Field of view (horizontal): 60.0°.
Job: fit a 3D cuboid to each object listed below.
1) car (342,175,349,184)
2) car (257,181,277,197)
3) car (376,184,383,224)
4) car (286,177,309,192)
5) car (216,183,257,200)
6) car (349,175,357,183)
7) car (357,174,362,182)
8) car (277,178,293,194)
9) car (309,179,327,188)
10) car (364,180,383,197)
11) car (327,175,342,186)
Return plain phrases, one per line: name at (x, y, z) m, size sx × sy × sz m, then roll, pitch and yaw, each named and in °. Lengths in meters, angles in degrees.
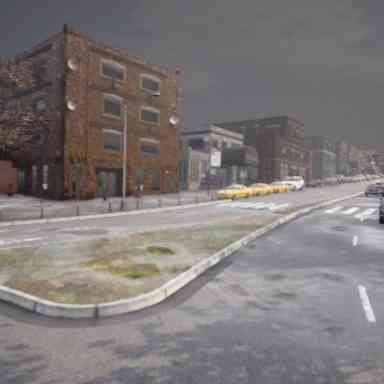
car at (30.855, -2.624, 70.544) m, size 2.435 × 2.045 × 5.566 m, roll 2°, pitch 4°, yaw 36°
car at (7.743, -0.332, 39.265) m, size 1.946 × 1.575 × 5.366 m, roll 2°, pitch 4°, yaw 36°
car at (11.545, 0.712, 18.342) m, size 2.097 × 1.767 × 4.553 m, roll 1°, pitch 4°, yaw 30°
car at (14.467, -1.175, 48.354) m, size 2.435 × 2.045 × 5.566 m, roll 2°, pitch 4°, yaw 36°
car at (4.458, -0.040, 34.835) m, size 1.946 × 1.575 × 5.366 m, roll 2°, pitch 4°, yaw 37°
car at (36.404, -2.867, 78.158) m, size 2.231 × 1.521 × 4.892 m, roll 2°, pitch 4°, yaw 37°
car at (40.526, -3.231, 83.645) m, size 1.946 × 1.575 × 5.366 m, roll 2°, pitch 4°, yaw 36°
car at (11.021, -0.622, 43.703) m, size 1.946 × 1.575 × 5.366 m, roll 2°, pitch 4°, yaw 36°
car at (21.020, -1.474, 57.245) m, size 2.163 × 1.488 × 4.792 m, roll 2°, pitch 4°, yaw 36°
car at (20.445, -0.243, 36.730) m, size 2.033 × 1.411 × 5.357 m, roll 2°, pitch 4°, yaw 37°
car at (27.602, -2.084, 66.148) m, size 2.231 × 1.521 × 4.892 m, roll 2°, pitch 4°, yaw 36°
